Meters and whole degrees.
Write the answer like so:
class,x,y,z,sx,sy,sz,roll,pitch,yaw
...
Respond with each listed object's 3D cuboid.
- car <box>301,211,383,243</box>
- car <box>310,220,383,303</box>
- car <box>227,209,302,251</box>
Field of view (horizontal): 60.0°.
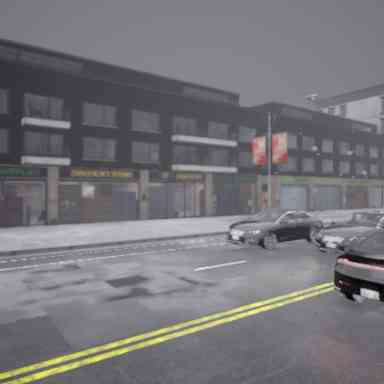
class,x,y,z,sx,sy,sz,roll,pitch,yaw
car,6.587,1.494,12.378,4.902,1.511,2.128,0,0,-35
car,4.948,1.492,6.974,4.902,1.511,2.128,0,0,-36
car,3.678,1.495,14.295,4.902,1.511,2.128,0,0,-35
